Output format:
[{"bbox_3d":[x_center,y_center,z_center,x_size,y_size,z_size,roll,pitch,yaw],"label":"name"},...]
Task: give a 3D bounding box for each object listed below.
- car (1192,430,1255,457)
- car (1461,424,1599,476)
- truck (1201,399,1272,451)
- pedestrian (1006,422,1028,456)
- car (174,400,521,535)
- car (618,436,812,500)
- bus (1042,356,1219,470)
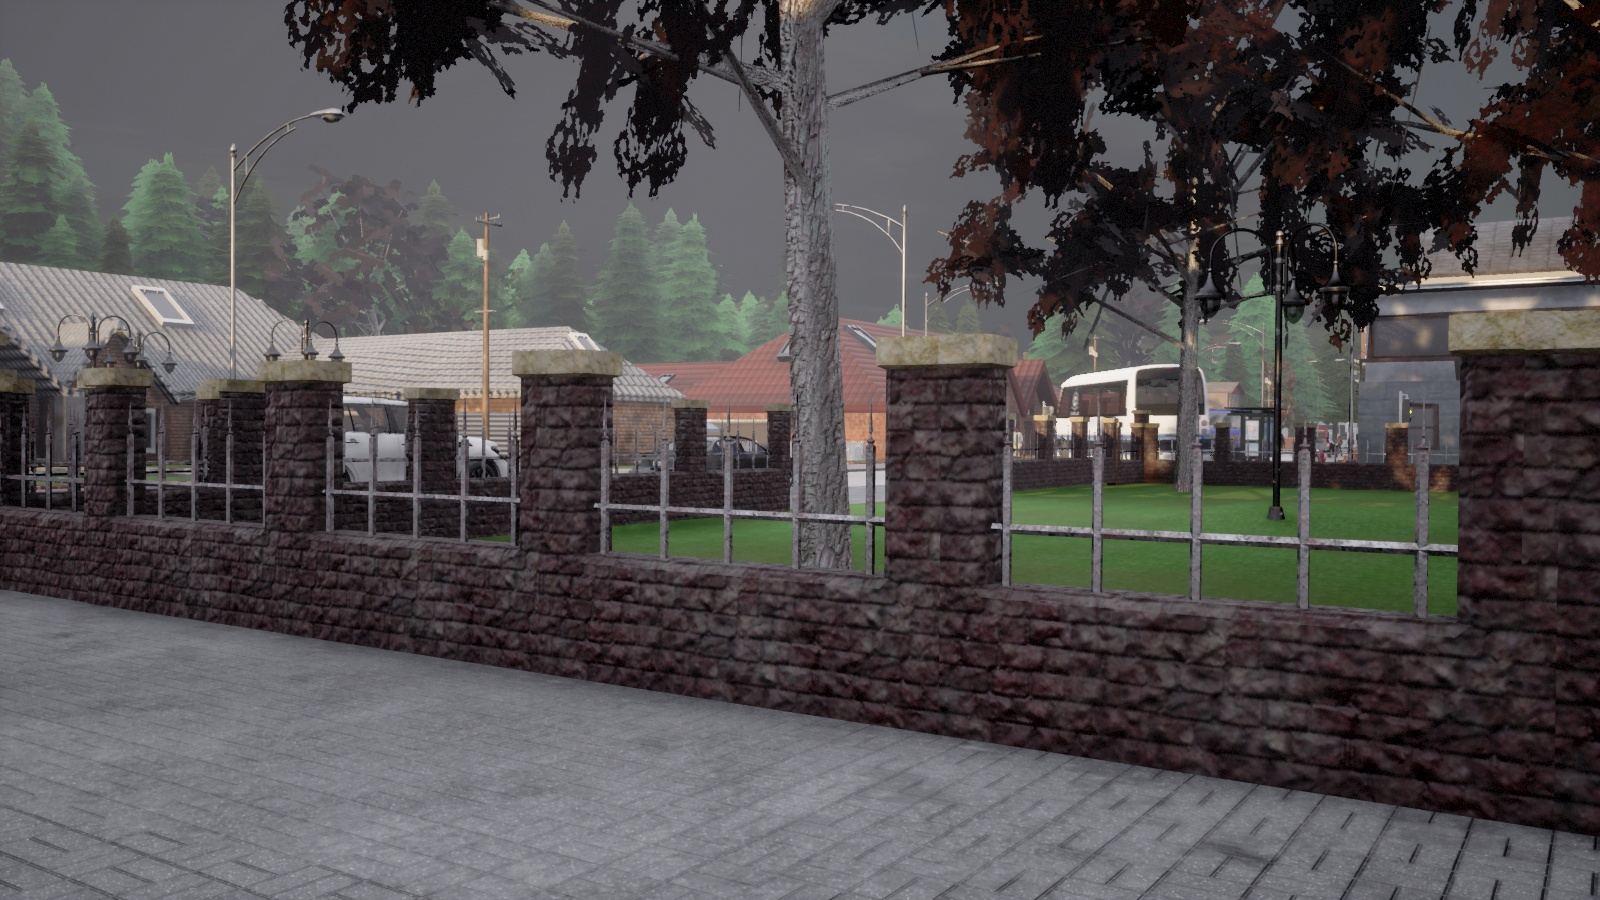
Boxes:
[{"bbox_3d":[23.722,-0.395,70.219,2.033,1.411,5.357,0,1,33],"label":"car"},{"bbox_3d":[23.066,-0.023,38.337,5.008,1.535,1.882,0,1,30],"label":"car"},{"bbox_3d":[30.727,-1.733,88.221,2.891,3.462,7.936,0,1,33],"label":"truck"},{"bbox_3d":[11.870,-0.605,68.783,0.874,1.855,0.900,0,1,34],"label":"pedestrian"},{"bbox_3d":[-7.683,0.219,22.017,2.150,2.045,5.566,0,1,32],"label":"car"},{"bbox_3d":[-1.944,0.375,30.879,2.033,1.411,5.357,0,1,31],"label":"car"},{"bbox_3d":[13.717,-1.500,53.512,3.944,4.253,10.273,-2,1,-5],"label":"bus"}]
